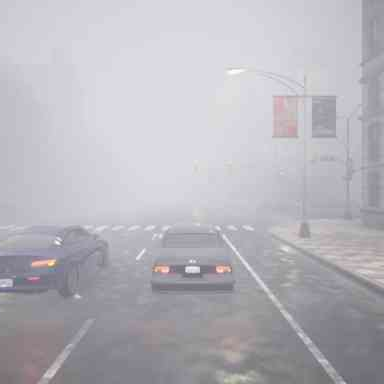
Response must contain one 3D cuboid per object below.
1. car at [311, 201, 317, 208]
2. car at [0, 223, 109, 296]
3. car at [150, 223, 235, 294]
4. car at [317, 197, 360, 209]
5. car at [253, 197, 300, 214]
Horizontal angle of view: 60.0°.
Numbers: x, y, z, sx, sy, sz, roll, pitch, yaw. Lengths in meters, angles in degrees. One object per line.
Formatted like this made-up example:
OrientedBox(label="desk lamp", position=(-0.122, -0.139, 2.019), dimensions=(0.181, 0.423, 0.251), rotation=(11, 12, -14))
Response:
OrientedBox(label="car", position=(19.053, 1.502, 46.177), dimensions=(4.892, 1.490, 1.837), rotation=(0, 0, 0))
OrientedBox(label="car", position=(-3.488, 1.525, 8.492), dimensions=(1.812, 1.442, 4.674), rotation=(0, 0, 0))
OrientedBox(label="car", position=(0.010, 1.547, 8.939), dimensions=(2.033, 1.411, 5.357), rotation=(0, 0, 0))
OrientedBox(label="car", position=(19.071, 1.523, 42.685), dimensions=(4.674, 1.442, 1.812), rotation=(0, 0, 0))
OrientedBox(label="car", position=(8.750, 1.350, 34.451), dimensions=(4.553, 1.767, 2.097), rotation=(0, 0, 0))
